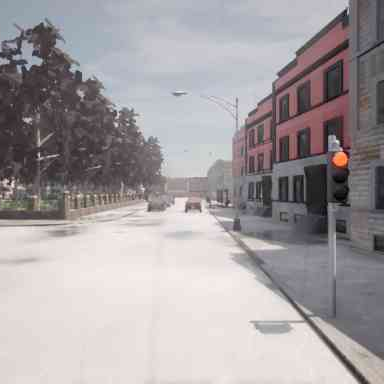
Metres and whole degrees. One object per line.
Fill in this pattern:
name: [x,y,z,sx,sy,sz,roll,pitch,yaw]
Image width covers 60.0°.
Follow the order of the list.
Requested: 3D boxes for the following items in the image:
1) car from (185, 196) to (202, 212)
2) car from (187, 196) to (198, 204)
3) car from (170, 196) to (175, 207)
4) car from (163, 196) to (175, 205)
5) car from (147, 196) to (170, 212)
car: [0.145,1.526,39.285,1.812,1.442,4.674,0,0,0]
car: [0.133,1.547,65.278,2.033,1.411,5.357,0,0,0]
car: [-4.074,1.547,49.223,2.033,1.411,5.357,0,0,0]
car: [-4.039,1.505,59.622,1.837,1.490,4.892,0,0,0]
car: [-4.080,1.478,39.323,1.882,1.535,5.008,0,0,0]
